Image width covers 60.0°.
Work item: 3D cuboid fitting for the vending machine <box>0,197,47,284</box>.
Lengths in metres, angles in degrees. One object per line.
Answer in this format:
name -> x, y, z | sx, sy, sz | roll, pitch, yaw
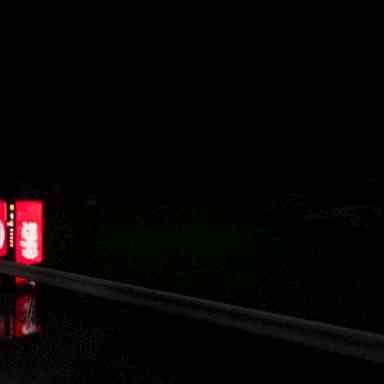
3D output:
vending machine -> -4.615, 1.195, 8.824 | 0.880, 2.100, 1.100 | 0, 0, 33
